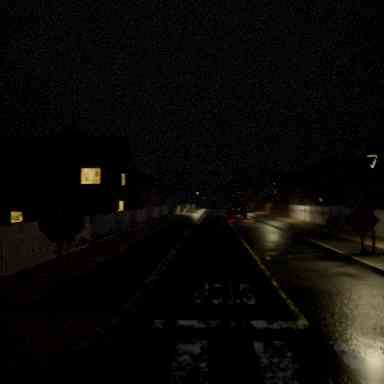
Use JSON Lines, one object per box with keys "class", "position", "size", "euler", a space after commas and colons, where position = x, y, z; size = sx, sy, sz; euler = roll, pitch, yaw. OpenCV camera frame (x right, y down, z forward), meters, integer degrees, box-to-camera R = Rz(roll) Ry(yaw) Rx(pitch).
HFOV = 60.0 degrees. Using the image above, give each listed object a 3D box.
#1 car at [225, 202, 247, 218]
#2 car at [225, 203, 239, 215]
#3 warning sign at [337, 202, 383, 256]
{"class": "car", "position": [5.851, 2.271, 43.164], "size": [2.150, 2.045, 5.566], "euler": [-1, -2, 3]}
{"class": "car", "position": [6.596, 2.749, 55.051], "size": [2.097, 1.767, 4.553], "euler": [-1, -2, 4]}
{"class": "warning sign", "position": [6.313, 1.337, 12.355], "size": [1.300, 1.860, 1.060], "euler": [-2, -3, 4]}
